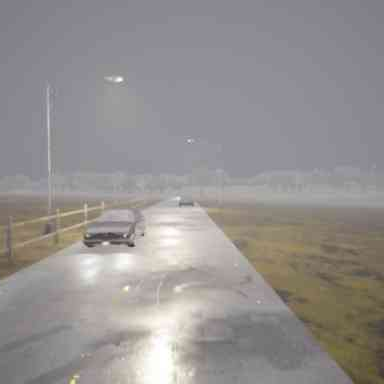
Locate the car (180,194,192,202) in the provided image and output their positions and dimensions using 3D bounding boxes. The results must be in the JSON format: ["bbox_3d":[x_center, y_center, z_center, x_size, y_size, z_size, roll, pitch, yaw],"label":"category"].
[{"bbox_3d":[-1.153,1.127,63.465,2.033,1.411,5.357,-1,0,-1],"label":"car"}]

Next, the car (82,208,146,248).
[{"bbox_3d":[-3.105,1.421,14.437,2.033,1.411,5.357,-1,1,-1],"label":"car"}]

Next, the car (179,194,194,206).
[{"bbox_3d":[-0.776,1.196,45.540,1.994,1.385,4.181,-1,0,-1],"label":"car"}]
